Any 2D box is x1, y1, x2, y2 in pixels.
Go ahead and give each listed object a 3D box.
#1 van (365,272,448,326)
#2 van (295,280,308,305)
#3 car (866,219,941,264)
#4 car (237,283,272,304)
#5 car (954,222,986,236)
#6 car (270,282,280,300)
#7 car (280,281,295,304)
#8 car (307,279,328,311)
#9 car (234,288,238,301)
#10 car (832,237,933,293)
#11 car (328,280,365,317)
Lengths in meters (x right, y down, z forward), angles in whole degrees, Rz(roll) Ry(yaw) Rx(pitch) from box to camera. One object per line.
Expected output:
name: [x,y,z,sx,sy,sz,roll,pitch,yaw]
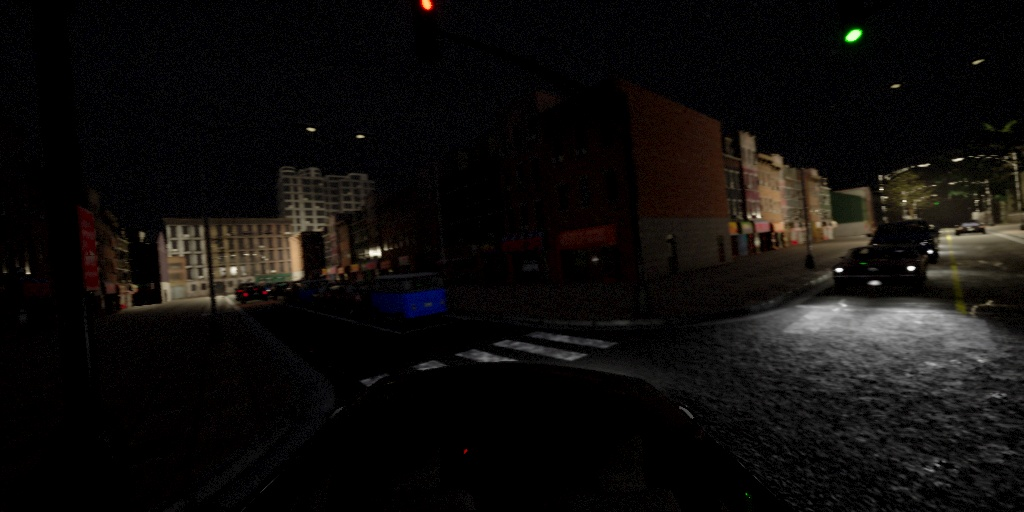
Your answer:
van: [-3.993,1.554,13.740,1.690,1.789,3.998,0,0,-40]
van: [-14.449,2.639,26.361,1.690,1.789,3.998,0,0,-40]
car: [19.407,-0.735,17.792,5.566,2.045,2.150,-5,0,-39]
car: [-26.898,3.910,37.325,2.097,1.767,4.553,-5,-1,-40]
car: [48.041,-2.874,37.639,4.181,1.385,1.994,-5,-1,-39]
car: [-24.906,3.702,38.982,2.192,1.841,5.009,0,0,-40]
car: [-17.933,2.975,30.565,2.192,1.841,5.009,0,0,-40]
car: [-10.964,2.375,22.154,1.967,1.591,4.097,0,0,-40]
car: [-33.321,4.448,45.063,2.150,2.045,5.566,-5,-1,-40]
car: [11.862,0.307,11.511,4.718,1.301,1.895,-5,0,-40]
car: [-7.478,2.014,17.947,1.967,1.591,4.097,0,0,-40]
